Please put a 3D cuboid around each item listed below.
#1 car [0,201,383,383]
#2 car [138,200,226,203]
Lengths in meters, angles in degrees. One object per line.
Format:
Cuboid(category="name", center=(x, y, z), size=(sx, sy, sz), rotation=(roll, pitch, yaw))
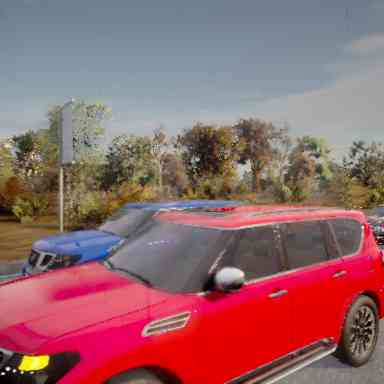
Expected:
Cuboid(category="car", center=(0.348, 1.224, 4.246), size=(5.566, 2.045, 2.150), rotation=(0, 0, -36))
Cuboid(category="car", center=(-0.791, 1.226, 7.735), size=(5.566, 2.045, 2.150), rotation=(0, 0, -36))
